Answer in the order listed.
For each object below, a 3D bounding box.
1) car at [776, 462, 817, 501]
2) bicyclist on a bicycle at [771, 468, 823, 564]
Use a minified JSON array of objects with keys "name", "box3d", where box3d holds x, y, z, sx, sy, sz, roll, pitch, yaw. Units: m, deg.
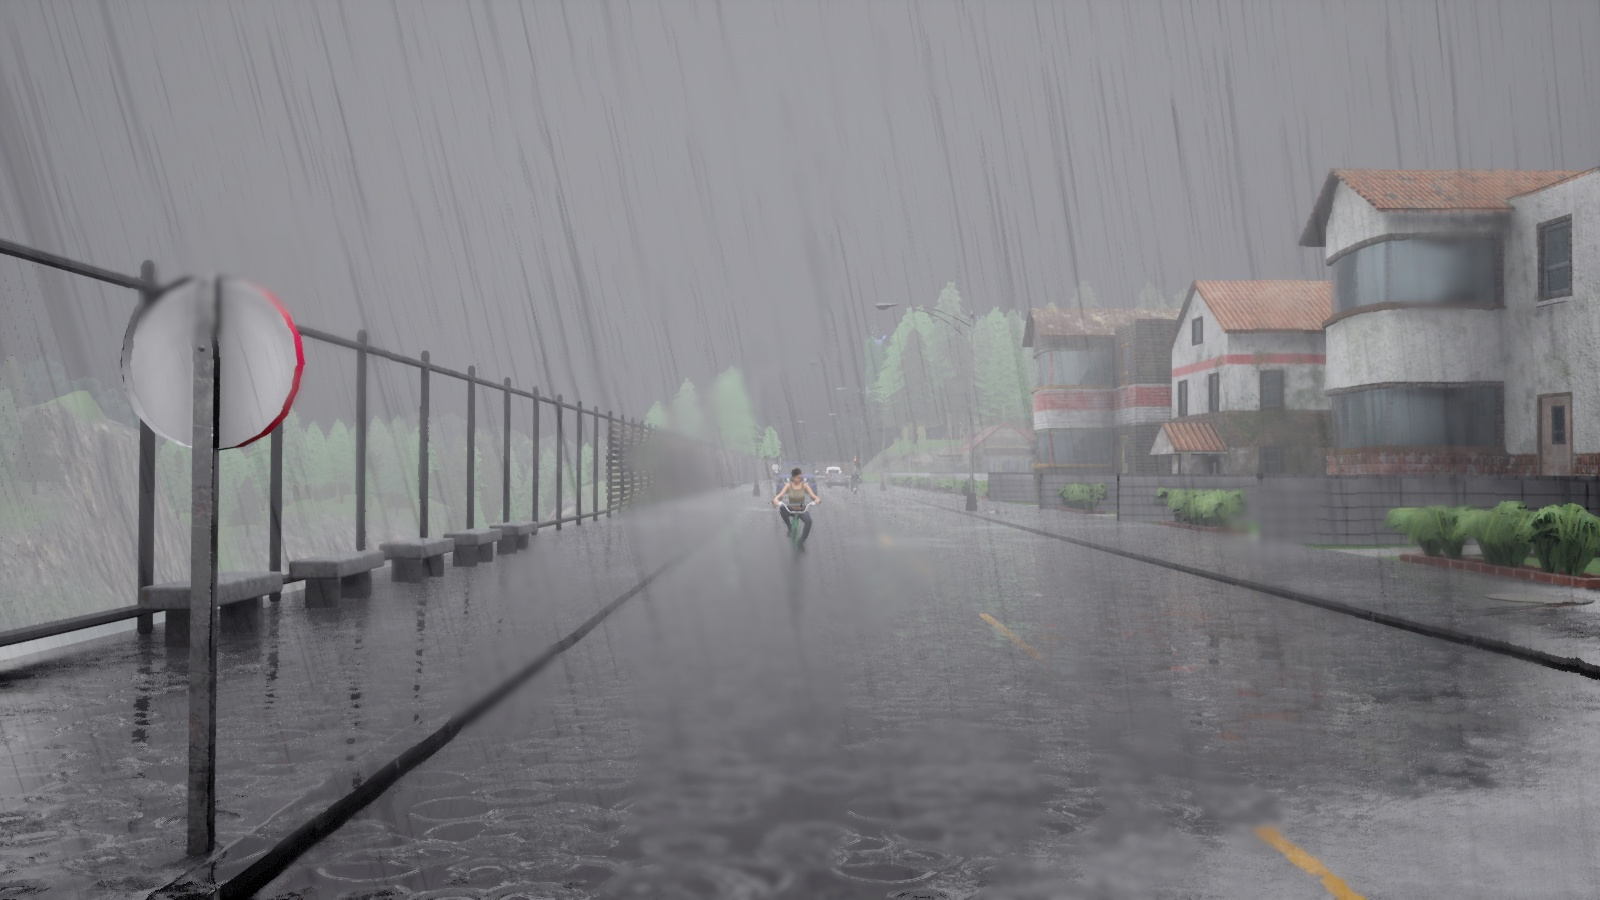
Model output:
[{"name":"car","box3d":[-0.168,1.686,68.739,2.150,2.045,5.566,0,-1,0]},{"name":"bicyclist on a bicycle","box3d":[-0.048,1.115,21.729,0.866,1.612,1.509,0,-1,0]}]
